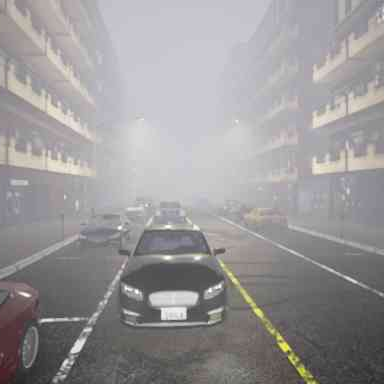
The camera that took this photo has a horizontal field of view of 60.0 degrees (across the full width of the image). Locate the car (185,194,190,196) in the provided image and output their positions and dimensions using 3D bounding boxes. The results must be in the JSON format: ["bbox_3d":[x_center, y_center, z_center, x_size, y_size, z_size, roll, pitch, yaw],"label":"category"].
[{"bbox_3d":[0.184,1.462,76.121,1.967,1.590,4.097,-1,0,-4],"label":"car"}]

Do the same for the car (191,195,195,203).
[{"bbox_3d":[1.444,1.567,59.362,2.008,1.369,4.403,-1,0,-4],"label":"car"}]

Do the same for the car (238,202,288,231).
[{"bbox_3d":[4.369,1.531,20.427,1.752,1.417,4.829,-1,0,-4],"label":"car"}]

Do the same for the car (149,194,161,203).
[{"bbox_3d":[-7.757,1.331,69.935,2.192,1.841,5.009,-1,0,-4],"label":"car"}]

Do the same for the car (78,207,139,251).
[{"bbox_3d":[-3.557,1.552,14.073,2.008,1.369,4.403,-1,0,-4],"label":"car"}]

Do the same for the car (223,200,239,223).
[{"bbox_3d":[3.962,1.573,25.844,1.947,1.339,4.313,-1,0,-4],"label":"car"}]

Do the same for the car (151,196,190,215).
[{"bbox_3d":[-1.527,1.357,23.112,2.097,1.767,4.553,0,0,-4],"label":"car"}]

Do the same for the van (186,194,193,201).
[{"bbox_3d":[-0.657,1.367,87.293,1.690,1.788,3.998,-1,0,-4],"label":"van"}]

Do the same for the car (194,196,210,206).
[{"bbox_3d":[1.864,1.580,53.775,1.947,1.339,4.313,-1,0,-4],"label":"car"}]

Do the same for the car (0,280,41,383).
[{"bbox_3d":[-2.718,1.581,2.899,1.802,1.307,4.206,-1,0,-4],"label":"car"}]

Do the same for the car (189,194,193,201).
[{"bbox_3d":[1.012,1.543,65.118,1.752,1.417,4.829,-1,0,-4],"label":"car"}]

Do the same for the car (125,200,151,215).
[{"bbox_3d":[-4.397,1.554,25.245,2.008,1.369,4.403,-1,0,-4],"label":"car"}]

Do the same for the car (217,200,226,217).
[{"bbox_3d":[3.541,1.448,31.430,1.967,1.590,4.097,-1,0,-4],"label":"car"}]

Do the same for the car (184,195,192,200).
[{"bbox_3d":[-1.073,1.579,92.879,2.008,1.369,4.403,-1,0,-4],"label":"car"}]

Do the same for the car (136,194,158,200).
[{"bbox_3d":[-5.239,1.321,36.417,2.192,1.841,5.009,-1,0,-4],"label":"car"}]

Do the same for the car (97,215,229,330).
[{"bbox_3d":[-0.431,1.493,7.253,2.128,1.511,4.902,0,0,-4],"label":"car"}]
